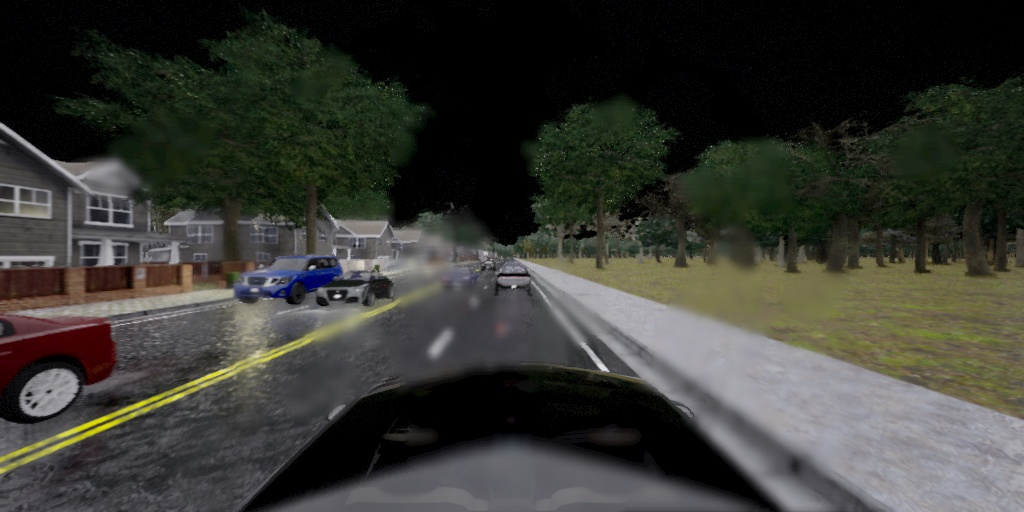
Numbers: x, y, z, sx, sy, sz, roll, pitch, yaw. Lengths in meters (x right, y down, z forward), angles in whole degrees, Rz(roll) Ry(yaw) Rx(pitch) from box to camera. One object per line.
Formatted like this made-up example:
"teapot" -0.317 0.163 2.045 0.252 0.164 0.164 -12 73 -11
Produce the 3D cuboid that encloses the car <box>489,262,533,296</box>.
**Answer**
"car" 0.094 1.255 19.480 2.128 1.511 4.902 0 0 0

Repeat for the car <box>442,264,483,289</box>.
"car" -3.158 1.367 23.063 1.895 1.301 4.718 0 0 0

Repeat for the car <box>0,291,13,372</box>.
"car" -9.813 1.315 4.249 1.994 1.385 4.181 0 0 -1

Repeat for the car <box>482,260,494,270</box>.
"car" -3.165 1.312 49.280 1.812 1.442 4.674 0 0 0

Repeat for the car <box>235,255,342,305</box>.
"car" -9.799 0.981 16.477 2.150 2.045 5.566 0 0 0

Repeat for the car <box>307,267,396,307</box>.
"car" -6.559 1.324 15.475 1.994 1.385 4.181 0 0 0

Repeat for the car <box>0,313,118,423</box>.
"car" -6.570 1.228 2.950 1.882 1.535 5.008 0 0 0
